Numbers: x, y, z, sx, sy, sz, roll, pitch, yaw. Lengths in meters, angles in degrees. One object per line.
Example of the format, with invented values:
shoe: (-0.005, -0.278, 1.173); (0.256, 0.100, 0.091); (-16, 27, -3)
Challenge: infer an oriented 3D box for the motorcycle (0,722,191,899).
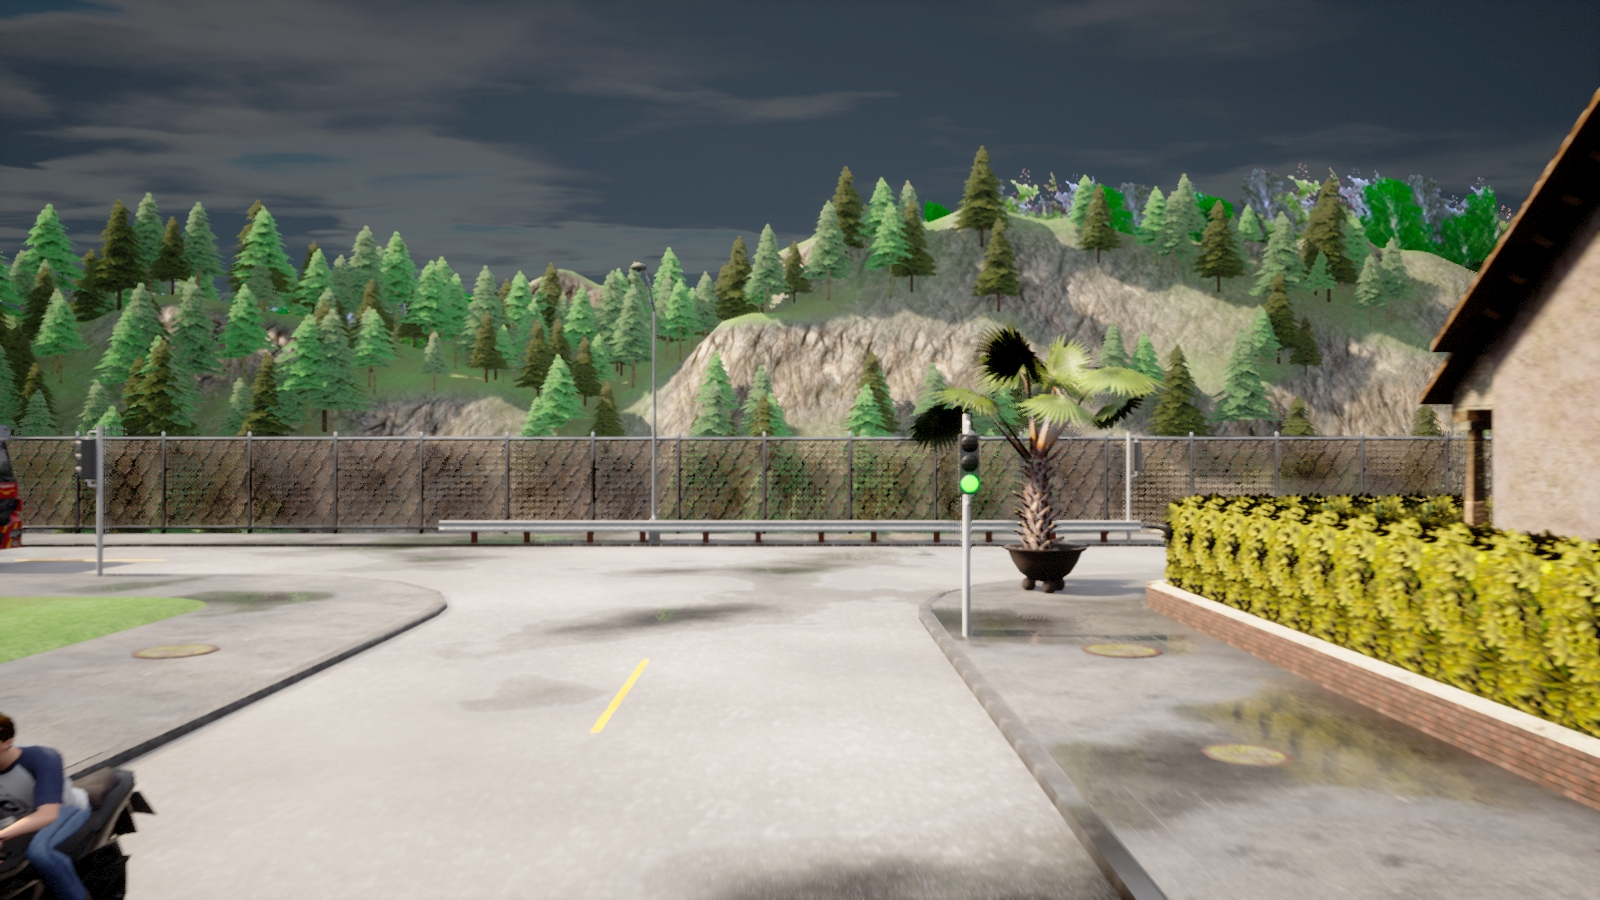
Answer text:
motorcycle: (-3.961, 2.186, 5.654); (0.803, 1.199, 2.033); (0, 0, 0)

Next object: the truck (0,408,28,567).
truck: (-23.491, 0.892, 27.061); (8.468, 3.827, 2.891); (0, 0, 0)
